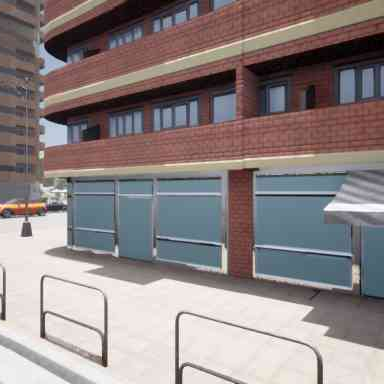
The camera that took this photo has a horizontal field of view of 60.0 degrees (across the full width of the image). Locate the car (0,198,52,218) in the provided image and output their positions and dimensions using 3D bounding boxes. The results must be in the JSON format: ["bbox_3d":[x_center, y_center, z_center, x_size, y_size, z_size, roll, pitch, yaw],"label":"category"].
[{"bbox_3d":[-15.505,1.352,29.755,2.097,1.767,4.553,0,0,36],"label":"car"}]

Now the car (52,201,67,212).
[{"bbox_3d":[-15.392,1.601,35.841,1.895,1.301,4.718,0,0,36],"label":"car"}]
